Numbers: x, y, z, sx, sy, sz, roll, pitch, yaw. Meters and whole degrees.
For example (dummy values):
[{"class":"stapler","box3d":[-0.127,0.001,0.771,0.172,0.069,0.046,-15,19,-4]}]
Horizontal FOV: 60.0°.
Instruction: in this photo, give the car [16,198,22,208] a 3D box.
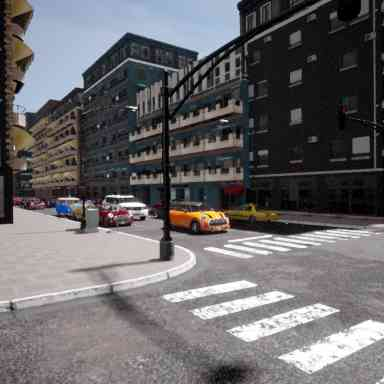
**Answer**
[{"class":"car","box3d":[-25.116,1.770,50.974,1.947,1.339,4.313,-1,1,-36]}]

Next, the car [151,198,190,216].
[{"class":"car","box3d":[-2.210,1.441,33.333,1.967,1.590,4.097,-1,1,-36]}]

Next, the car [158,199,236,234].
[{"class":"car","box3d":[0.180,1.409,20.038,2.097,1.767,4.553,-1,0,-36]}]

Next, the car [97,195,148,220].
[{"class":"car","box3d":[-5.866,1.305,28.485,2.150,2.045,5.566,-1,0,-36]}]

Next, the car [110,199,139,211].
[{"class":"car","box3d":[-8.645,1.582,42.339,2.008,1.369,4.403,-1,1,-36]}]

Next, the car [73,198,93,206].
[{"class":"car","box3d":[-18.299,1.644,55.847,1.947,1.339,4.313,-1,1,-36]}]

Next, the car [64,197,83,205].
[{"class":"car","box3d":[-21.517,1.646,60.349,2.008,1.369,4.403,-1,1,-36]}]

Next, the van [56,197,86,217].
[{"class":"van","box3d":[-12.247,1.483,32.963,1.690,1.788,3.998,-1,1,-36]}]

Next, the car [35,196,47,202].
[{"class":"car","box3d":[-37.608,1.728,82.862,1.887,1.381,4.507,-1,1,-36]}]

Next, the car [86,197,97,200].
[{"class":"car","box3d":[-11.891,1.658,36.933,2.033,1.411,5.357,-1,0,-36]}]

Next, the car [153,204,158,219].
[{"class":"car","box3d":[-1.492,1.532,27.878,1.837,1.490,4.892,-1,0,-36]}]

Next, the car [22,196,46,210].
[{"class":"car","box3d":[-21.900,1.628,46.471,1.967,1.590,4.097,-1,1,-36]}]

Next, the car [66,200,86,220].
[{"class":"car","box3d":[-8.927,1.652,28.324,1.752,1.417,4.829,-1,1,-36]}]

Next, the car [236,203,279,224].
[{"class":"car","box3d":[4.128,1.498,24.468,1.752,1.417,4.829,-1,1,-36]}]

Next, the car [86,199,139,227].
[{"class":"car","box3d":[-5.810,1.553,23.960,1.967,1.590,4.097,-1,1,-36]}]

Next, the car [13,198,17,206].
[{"class":"car","box3d":[-31.552,1.783,59.980,1.887,1.381,4.507,-1,1,-36]}]
